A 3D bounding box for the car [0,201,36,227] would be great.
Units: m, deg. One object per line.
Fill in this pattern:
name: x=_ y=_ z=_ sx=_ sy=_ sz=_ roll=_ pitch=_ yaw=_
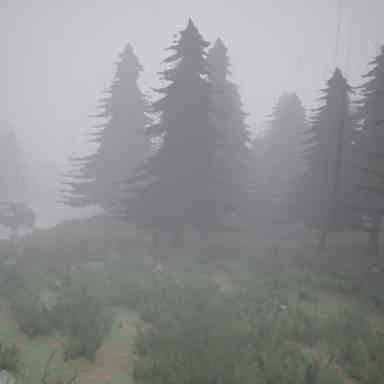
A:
car: x=-13.059 y=1.690 z=23.969 sx=2.150 sy=2.045 sz=5.566 roll=4 pitch=-3 yaw=-9
